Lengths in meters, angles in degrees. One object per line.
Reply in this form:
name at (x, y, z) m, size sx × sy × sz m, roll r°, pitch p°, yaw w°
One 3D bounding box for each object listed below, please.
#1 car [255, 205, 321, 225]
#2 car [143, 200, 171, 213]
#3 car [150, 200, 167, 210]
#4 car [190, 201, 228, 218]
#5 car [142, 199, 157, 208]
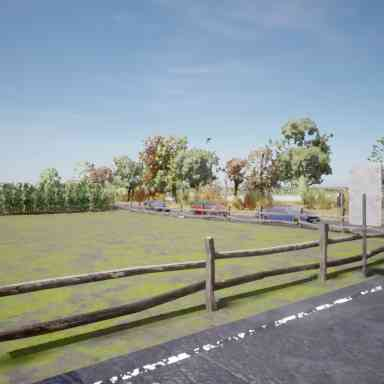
car at (7.506, 1.783, 26.676) m, size 2.033 × 1.411 × 5.357 m, roll -1°, pitch 0°, yaw -35°
car at (-4.680, 2.083, 45.376) m, size 2.033 × 1.411 × 5.357 m, roll -1°, pitch 0°, yaw -28°
car at (-5.585, 2.149, 55.117) m, size 1.812 × 1.442 × 4.674 m, roll -1°, pitch -1°, yaw -17°
car at (1.743, 1.728, 35.070) m, size 2.097 × 1.767 × 4.553 m, roll -1°, pitch 0°, yaw -33°
car at (-8.260, 2.224, 64.390) m, size 2.128 × 1.511 × 4.902 m, roll 0°, pitch 0°, yaw -16°
